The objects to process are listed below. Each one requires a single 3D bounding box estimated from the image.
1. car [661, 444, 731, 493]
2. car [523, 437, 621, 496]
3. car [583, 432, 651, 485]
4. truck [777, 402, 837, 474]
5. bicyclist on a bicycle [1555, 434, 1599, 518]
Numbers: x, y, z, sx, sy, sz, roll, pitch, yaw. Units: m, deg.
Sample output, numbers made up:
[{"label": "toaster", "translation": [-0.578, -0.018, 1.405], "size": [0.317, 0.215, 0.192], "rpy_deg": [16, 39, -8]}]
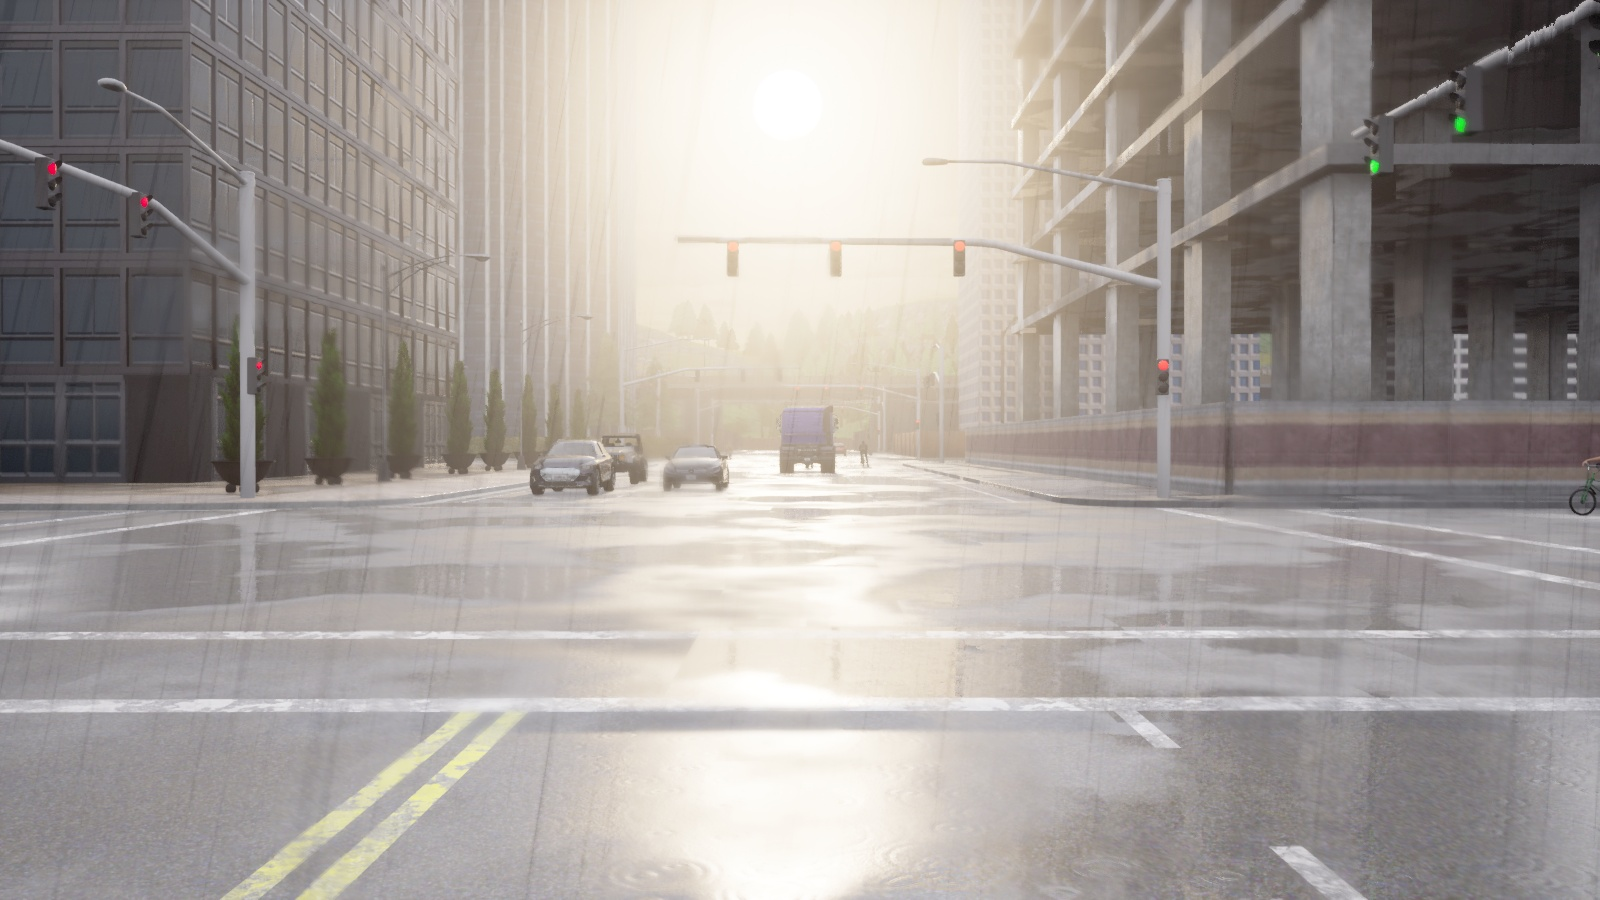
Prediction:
[{"label": "car", "translation": [-3.261, 0.543, 40.083], "size": [1.812, 1.442, 4.674], "rpy_deg": [0, 0, 0]}, {"label": "car", "translation": [-6.774, 0.457, 37.851], "size": [2.033, 1.649, 4.856], "rpy_deg": [0, 0, 0]}, {"label": "car", "translation": [-6.726, 0.274, 46.513], "size": [1.905, 1.878, 3.866], "rpy_deg": [0, 0, 0]}, {"label": "truck", "translation": [0.376, -0.599, 64.556], "size": [2.891, 3.462, 7.936], "rpy_deg": [0, 0, 0]}, {"label": "bicyclist on a bicycle", "translation": [15.731, 0.502, 24.463], "size": [1.509, 1.612, 0.866], "rpy_deg": [0, 0, 0]}]
